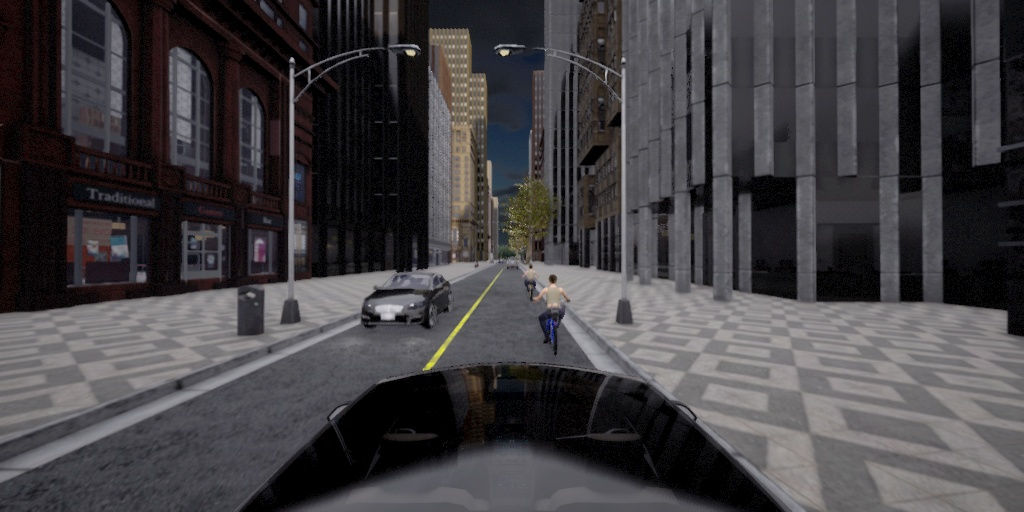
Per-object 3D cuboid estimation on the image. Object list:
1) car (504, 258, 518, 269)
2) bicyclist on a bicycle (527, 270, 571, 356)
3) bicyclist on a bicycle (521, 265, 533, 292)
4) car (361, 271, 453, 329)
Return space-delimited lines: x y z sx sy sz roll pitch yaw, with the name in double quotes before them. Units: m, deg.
"car" 0.106 1.488 60.938 2.033 1.411 5.357 0 0 0
"bicyclist on a bicycle" 0.857 1.192 7.668 0.866 1.612 1.509 0 0 0
"bicyclist on a bicycle" 0.854 1.209 16.455 0.866 1.612 1.509 0 0 0
"car" -3.100 1.253 11.410 2.128 1.511 4.902 0 0 0
